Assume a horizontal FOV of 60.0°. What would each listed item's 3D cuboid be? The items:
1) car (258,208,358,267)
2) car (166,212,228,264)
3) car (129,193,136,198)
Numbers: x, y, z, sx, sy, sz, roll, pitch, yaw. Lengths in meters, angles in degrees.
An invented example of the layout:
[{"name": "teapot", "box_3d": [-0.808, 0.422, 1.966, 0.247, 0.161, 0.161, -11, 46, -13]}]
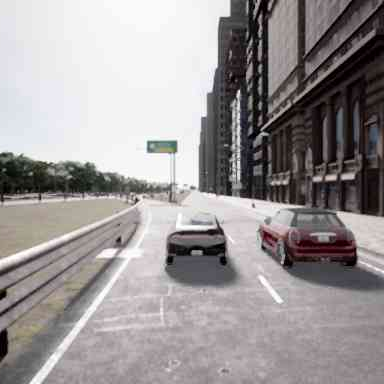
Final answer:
[{"name": "car", "box_3d": [3.643, 1.303, 11.318, 2.097, 1.767, 4.553, 0, 0, 0]}, {"name": "car", "box_3d": [0.146, 1.444, 11.577, 2.128, 1.511, 4.902, 0, 0, 0]}, {"name": "car", "box_3d": [-15.859, 0.959, 87.519, 2.128, 1.511, 4.902, 0, 0, -15]}]
